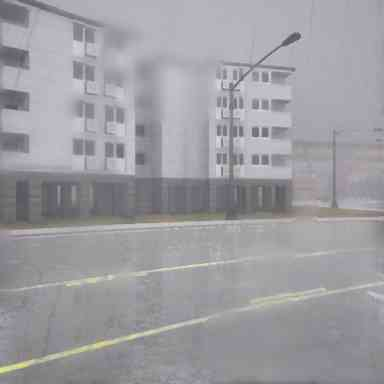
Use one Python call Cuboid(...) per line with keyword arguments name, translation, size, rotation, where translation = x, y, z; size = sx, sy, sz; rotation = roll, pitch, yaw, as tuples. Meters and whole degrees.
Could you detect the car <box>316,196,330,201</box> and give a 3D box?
Cuboid(name="car", translation=(31.511, 1.592, 80.093), size=(1.895, 1.301, 4.718), rotation=(0, 0, 43))
